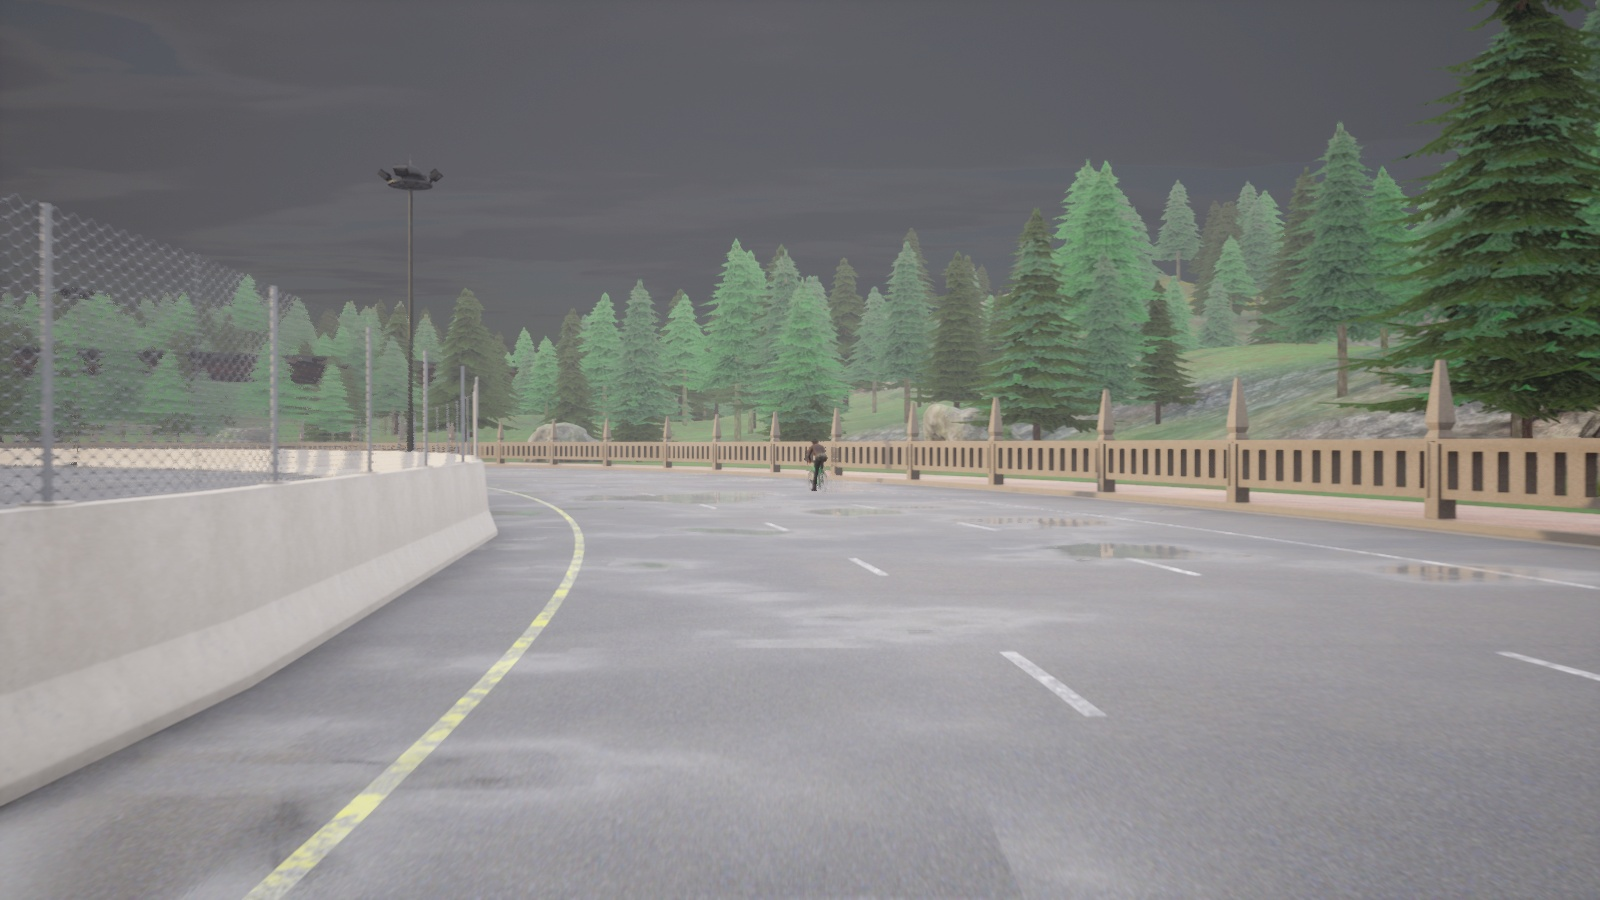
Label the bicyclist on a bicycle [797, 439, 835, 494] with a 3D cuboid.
[{"bbox_3d":[0.469,0.484,38.194,0.582,1.620,1.656,-1,0,-20],"label":"bicyclist on a bicycle"}]
